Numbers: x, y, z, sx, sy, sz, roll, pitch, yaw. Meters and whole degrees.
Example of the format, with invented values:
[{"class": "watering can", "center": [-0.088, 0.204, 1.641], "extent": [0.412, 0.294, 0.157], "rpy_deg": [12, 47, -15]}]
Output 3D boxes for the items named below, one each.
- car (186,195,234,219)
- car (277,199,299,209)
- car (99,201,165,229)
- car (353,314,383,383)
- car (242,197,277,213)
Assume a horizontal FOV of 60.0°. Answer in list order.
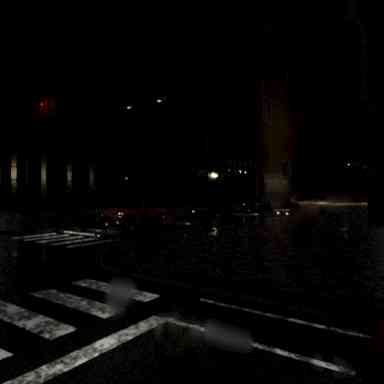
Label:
[{"class": "car", "center": [1.731, 1.266, 29.757], "extent": [2.150, 2.045, 5.566], "rpy_deg": [0, 0, 36]}, {"class": "car", "center": [13.158, 1.633, 45.614], "extent": [1.994, 1.385, 4.181], "rpy_deg": [0, 0, 36]}, {"class": "car", "center": [-3.871, 1.386, 21.929], "extent": [2.097, 1.767, 4.553], "rpy_deg": [0, 0, 35]}, {"class": "car", "center": [3.597, 1.220, 1.125], "extent": [5.566, 2.045, 2.150], "rpy_deg": [0, 0, 36]}, {"class": "car", "center": [7.429, 1.408, 37.676], "extent": [2.097, 1.767, 4.553], "rpy_deg": [0, 0, 35]}]
